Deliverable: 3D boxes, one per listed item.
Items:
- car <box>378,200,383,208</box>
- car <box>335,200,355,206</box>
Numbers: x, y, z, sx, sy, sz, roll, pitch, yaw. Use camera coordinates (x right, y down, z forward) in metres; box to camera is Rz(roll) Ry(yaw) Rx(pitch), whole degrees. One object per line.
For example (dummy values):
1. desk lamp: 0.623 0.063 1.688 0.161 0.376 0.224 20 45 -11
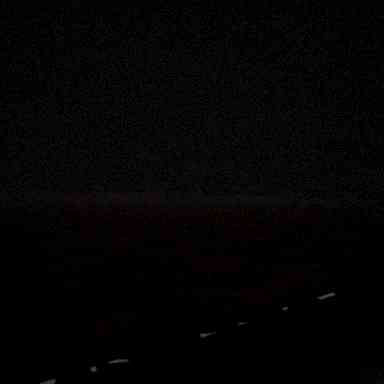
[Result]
1. car: 35.753 2.217 60.412 1.837 1.490 4.892 2 -1 2
2. car: 36.300 2.653 78.870 1.895 1.301 4.718 3 -1 -16
